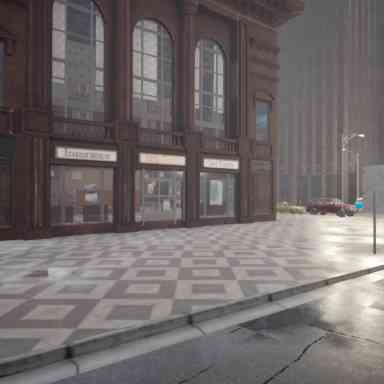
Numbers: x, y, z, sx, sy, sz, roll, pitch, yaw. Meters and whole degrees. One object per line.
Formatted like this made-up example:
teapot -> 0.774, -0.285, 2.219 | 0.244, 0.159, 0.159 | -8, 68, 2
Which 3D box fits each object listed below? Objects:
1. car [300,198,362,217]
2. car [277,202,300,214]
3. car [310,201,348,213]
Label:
car -> 13.953, 1.523, 33.598 | 2.192, 1.841, 5.009 | 0, 0, -35
car -> 10.809, 1.800, 38.052 | 1.752, 1.417, 4.829 | 0, 0, -35
car -> 17.670, 1.899, 43.116 | 1.802, 1.307, 4.206 | -1, 0, -35
